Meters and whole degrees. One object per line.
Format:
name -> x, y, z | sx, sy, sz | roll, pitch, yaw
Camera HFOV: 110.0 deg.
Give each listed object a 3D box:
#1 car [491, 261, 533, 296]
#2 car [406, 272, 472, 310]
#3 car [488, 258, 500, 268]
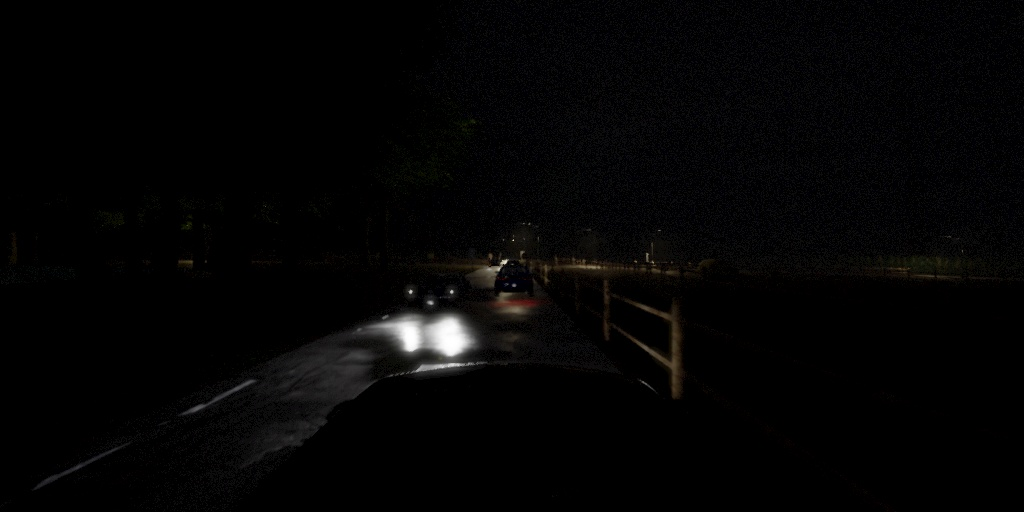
car -> 0.101, 1.209, 19.171 | 1.882, 1.535, 5.008 | 0, 0, 0
car -> -2.847, 1.337, 14.791 | 1.895, 1.301, 4.718 | 0, 0, 0
car -> -2.738, 1.133, 57.520 | 1.837, 1.490, 4.892 | 0, 0, 0
